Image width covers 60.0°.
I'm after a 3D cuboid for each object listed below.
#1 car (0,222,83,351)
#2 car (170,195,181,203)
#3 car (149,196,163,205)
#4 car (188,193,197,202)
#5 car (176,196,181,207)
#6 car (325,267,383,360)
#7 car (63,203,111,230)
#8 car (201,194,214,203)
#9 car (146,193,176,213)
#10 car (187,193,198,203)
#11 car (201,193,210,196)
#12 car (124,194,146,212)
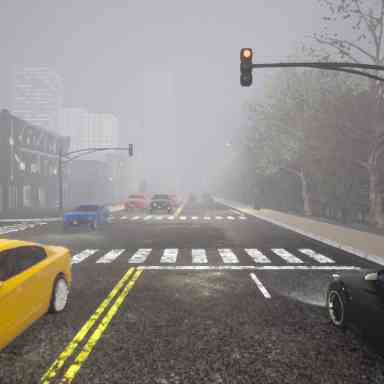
[{"bbox_3d":[-3.346,1.476,4.695,1.882,1.535,5.008,0,0,0],"label":"car"},{"bbox_3d":[-3.216,1.452,66.924,1.882,1.535,5.008,0,0,1],"label":"car"},{"bbox_3d":[-6.518,1.542,60.891,1.994,1.385,4.181,0,0,0],"label":"car"},{"bbox_3d":[0.067,1.194,78.115,2.150,2.045,5.566,0,0,0],"label":"car"},{"bbox_3d":[-3.284,1.206,48.951,2.150,2.045,5.566,0,0,2],"label":"car"},{"bbox_3d":[3.353,1.563,4.245,1.994,1.385,4.181,0,0,0],"label":"car"},{"bbox_3d":[-6.582,1.472,21.290,1.882,1.535,5.008,0,0,0],"label":"car"},{"bbox_3d":[3.408,1.576,66.883,1.895,1.301,4.718,0,0,0],"label":"car"},{"bbox_3d":[-3.321,1.210,36.629,2.150,2.045,5.566,0,0,0],"label":"car"},{"bbox_3d":[0.159,1.452,67.922,1.882,1.535,5.008,0,0,0],"label":"car"},{"bbox_3d":[3.316,1.194,76.863,2.150,2.045,5.566,0,0,0],"label":"car"},{"bbox_3d":[-6.566,1.208,39.641,2.150,2.045,5.566,0,0,0],"label":"car"}]
